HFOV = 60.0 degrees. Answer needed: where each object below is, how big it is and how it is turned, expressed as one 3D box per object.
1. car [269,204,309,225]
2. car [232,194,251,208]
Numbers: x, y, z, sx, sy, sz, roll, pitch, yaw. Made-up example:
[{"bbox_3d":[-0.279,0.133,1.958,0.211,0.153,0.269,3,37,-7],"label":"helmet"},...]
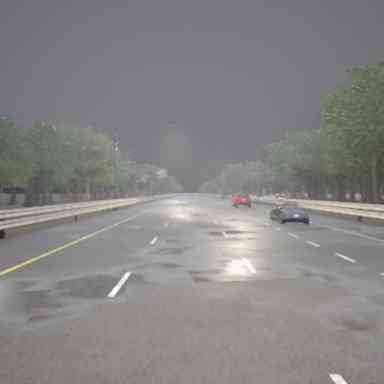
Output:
[{"bbox_3d":[6.996,1.563,24.272,1.994,1.385,4.181,0,0,0],"label":"car"},{"bbox_3d":[6.994,1.232,47.586,2.150,2.045,5.566,0,0,0],"label":"car"}]
